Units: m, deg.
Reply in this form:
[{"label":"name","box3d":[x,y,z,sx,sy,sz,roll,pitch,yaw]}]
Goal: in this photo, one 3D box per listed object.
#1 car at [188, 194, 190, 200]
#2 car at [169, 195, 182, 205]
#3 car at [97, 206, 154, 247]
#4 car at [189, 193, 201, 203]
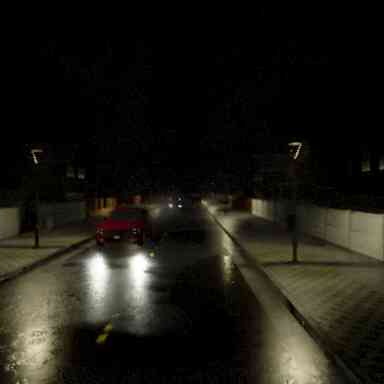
[{"label":"car","box3d":[-0.068,1.253,85.093,1.882,1.535,5.008,0,0,0]},{"label":"car","box3d":[-2.845,1.261,58.184,2.097,1.767,4.553,0,0,0]},{"label":"car","box3d":[-2.863,1.456,15.167,1.882,1.535,5.008,0,0,0]},{"label":"car","box3d":[0.909,1.365,67.045,1.882,1.535,5.008,0,0,0]}]
